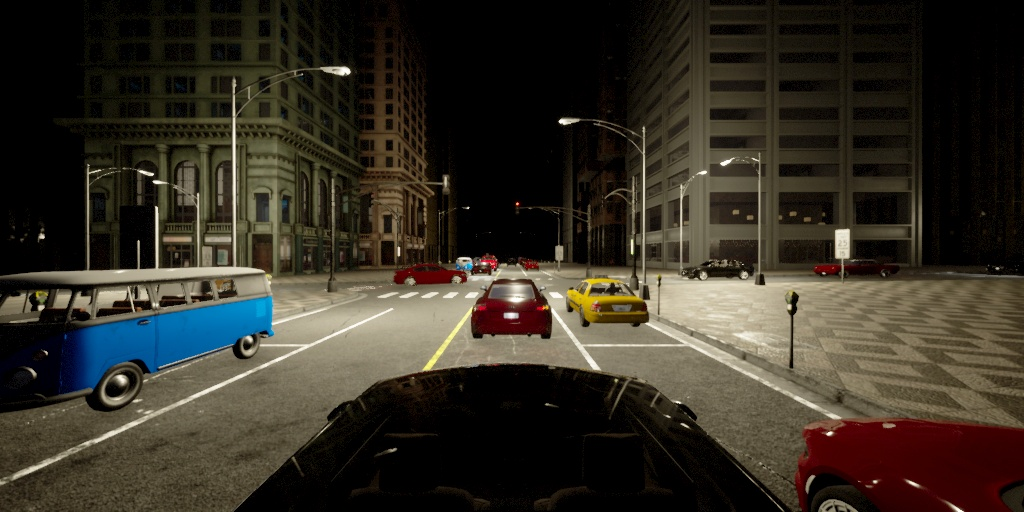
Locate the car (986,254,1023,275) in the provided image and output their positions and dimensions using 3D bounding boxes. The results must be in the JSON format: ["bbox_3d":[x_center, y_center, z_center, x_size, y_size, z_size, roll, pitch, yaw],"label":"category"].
[{"bbox_3d":[37.554,0.601,25.943,4.892,1.490,1.837,-1,0,0],"label":"car"}]

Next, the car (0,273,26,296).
[{"bbox_3d":[-34.609,1.897,22.966,4.181,1.385,1.994,-1,0,0],"label":"car"}]

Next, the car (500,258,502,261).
[{"bbox_3d":[-3.131,1.379,58.982,1.895,1.301,4.718,0,0,0],"label":"car"}]

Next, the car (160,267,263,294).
[{"bbox_3d":[-19.078,1.540,22.917,5.008,1.535,1.882,-1,0,0],"label":"car"}]

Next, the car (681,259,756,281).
[{"bbox_3d":[14.890,0.975,26.023,4.892,1.490,1.837,-1,0,0],"label":"car"}]

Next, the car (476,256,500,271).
[{"bbox_3d":[-3.138,0.989,48.232,2.150,2.045,5.566,0,0,0],"label":"car"}]

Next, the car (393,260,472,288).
[{"bbox_3d":[-5.633,1.302,24.822,5.008,1.535,1.882,-1,1,-17],"label":"car"}]

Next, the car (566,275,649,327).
[{"bbox_3d":[2.761,1.276,11.327,1.751,1.417,4.829,0,0,0],"label":"car"}]

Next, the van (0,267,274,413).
[{"bbox_3d":[-5.765,1.091,5.751,1.690,1.789,3.998,0,0,0],"label":"van"}]

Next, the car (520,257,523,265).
[{"bbox_3d":[2.724,1.324,60.301,1.888,1.381,4.507,0,0,0],"label":"car"}]

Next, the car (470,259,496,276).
[{"bbox_3d":[-3.123,1.325,37.841,1.994,1.385,4.181,0,0,1],"label":"car"}]

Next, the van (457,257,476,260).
[{"bbox_3d":[-5.815,1.105,43.735,1.690,1.789,3.998,0,0,0],"label":"van"}]

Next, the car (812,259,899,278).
[{"bbox_3d":[24.809,0.905,25.993,4.718,1.301,1.895,-1,0,0],"label":"car"}]

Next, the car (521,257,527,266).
[{"bbox_3d":[2.730,1.319,54.775,1.888,1.381,4.507,0,0,0],"label":"car"}]

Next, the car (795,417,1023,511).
[{"bbox_3d":[2.765,1.295,0.577,1.888,1.381,4.507,0,0,0],"label":"car"}]

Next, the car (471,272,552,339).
[{"bbox_3d":[0.026,1.315,10.095,1.994,1.385,4.181,0,0,1],"label":"car"}]

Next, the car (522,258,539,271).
[{"bbox_3d":[2.736,1.314,49.250,1.888,1.381,4.507,0,0,0],"label":"car"}]
